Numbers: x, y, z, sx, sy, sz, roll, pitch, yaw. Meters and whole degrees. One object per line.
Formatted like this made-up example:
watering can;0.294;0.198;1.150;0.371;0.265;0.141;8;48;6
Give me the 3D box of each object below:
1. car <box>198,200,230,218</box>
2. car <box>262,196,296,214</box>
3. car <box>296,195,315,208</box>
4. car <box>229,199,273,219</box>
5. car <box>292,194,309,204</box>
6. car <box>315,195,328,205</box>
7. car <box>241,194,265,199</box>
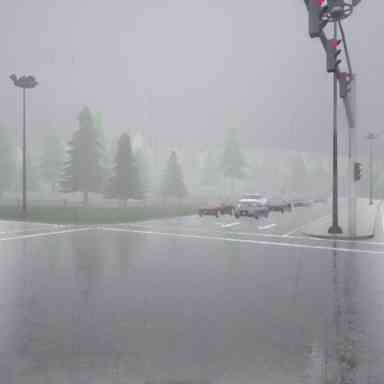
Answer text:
car;2.339;1.477;30.800;1.882;1.535;5.008;0;0;30
car;9.624;1.477;36.582;1.882;1.535;5.008;0;0;30
car;15.760;1.563;47.424;1.994;1.385;4.181;0;0;29
car;5.222;1.564;28.845;1.994;1.385;4.181;0;0;30
car;20.508;1.362;62.551;2.097;1.767;4.553;0;0;31
car;23.505;1.417;60.742;1.837;1.490;4.892;0;0;31
car;7.234;1.221;39.454;2.150;2.045;5.566;0;0;29
